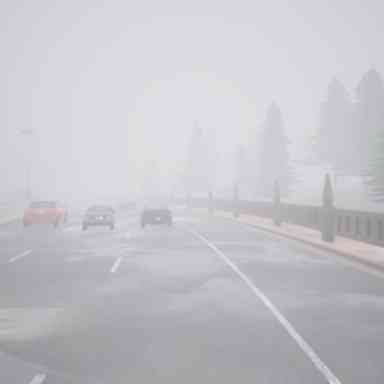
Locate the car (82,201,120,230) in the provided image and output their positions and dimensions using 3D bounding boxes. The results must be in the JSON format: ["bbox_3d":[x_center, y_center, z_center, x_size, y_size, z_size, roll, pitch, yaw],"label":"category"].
[{"bbox_3d":[-5.800,1.498,21.000,2.033,1.411,5.357,0,0,-12],"label":"car"}]

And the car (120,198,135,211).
[{"bbox_3d":[-7.693,1.422,39.086,1.812,1.442,4.674,0,0,-21],"label":"car"}]

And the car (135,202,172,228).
[{"bbox_3d":[-2.508,1.412,21.972,1.882,1.535,5.008,0,0,-12],"label":"car"}]

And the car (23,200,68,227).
[{"bbox_3d":[-9.825,1.313,22.638,2.097,1.767,4.553,0,0,-13],"label":"car"}]
